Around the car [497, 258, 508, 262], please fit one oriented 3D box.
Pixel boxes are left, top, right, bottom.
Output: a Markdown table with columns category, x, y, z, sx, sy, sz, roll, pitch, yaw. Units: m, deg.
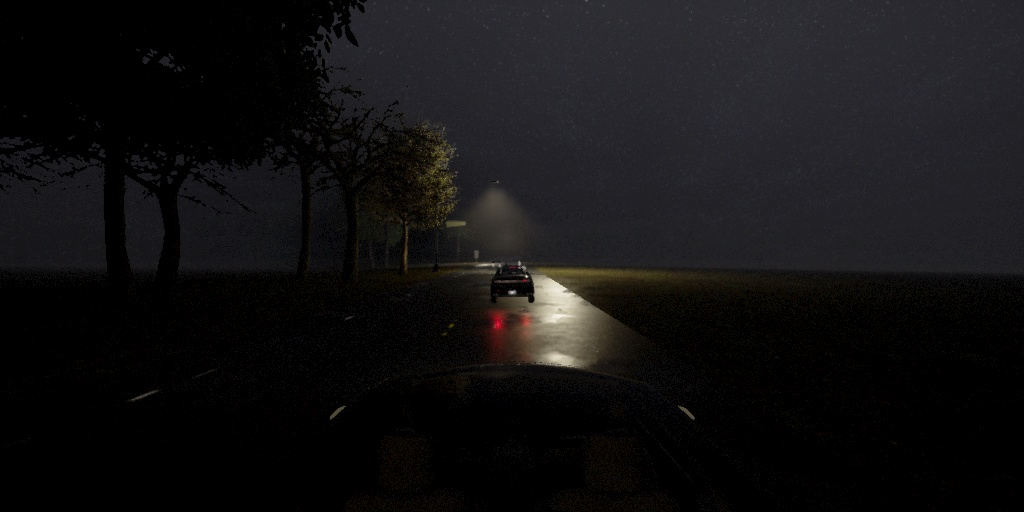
| category | x | y | z | sx | sy | sz | roll | pitch | yaw |
| --- | --- | --- | --- | --- | --- | --- | --- | --- | --- |
| car | 0.078 | 1.152 | 31.455 | 2.128 | 1.511 | 4.902 | 0 | 0 | 0 |

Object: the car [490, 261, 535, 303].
| category | x | y | z | sx | sy | sz | roll | pitch | yaw |
| --- | --- | --- | --- | --- | --- | --- | --- | --- | --- |
| car | 0.013 | 1.204 | 16.455 | 2.128 | 1.511 | 4.902 | -1 | 0 | 0 |
